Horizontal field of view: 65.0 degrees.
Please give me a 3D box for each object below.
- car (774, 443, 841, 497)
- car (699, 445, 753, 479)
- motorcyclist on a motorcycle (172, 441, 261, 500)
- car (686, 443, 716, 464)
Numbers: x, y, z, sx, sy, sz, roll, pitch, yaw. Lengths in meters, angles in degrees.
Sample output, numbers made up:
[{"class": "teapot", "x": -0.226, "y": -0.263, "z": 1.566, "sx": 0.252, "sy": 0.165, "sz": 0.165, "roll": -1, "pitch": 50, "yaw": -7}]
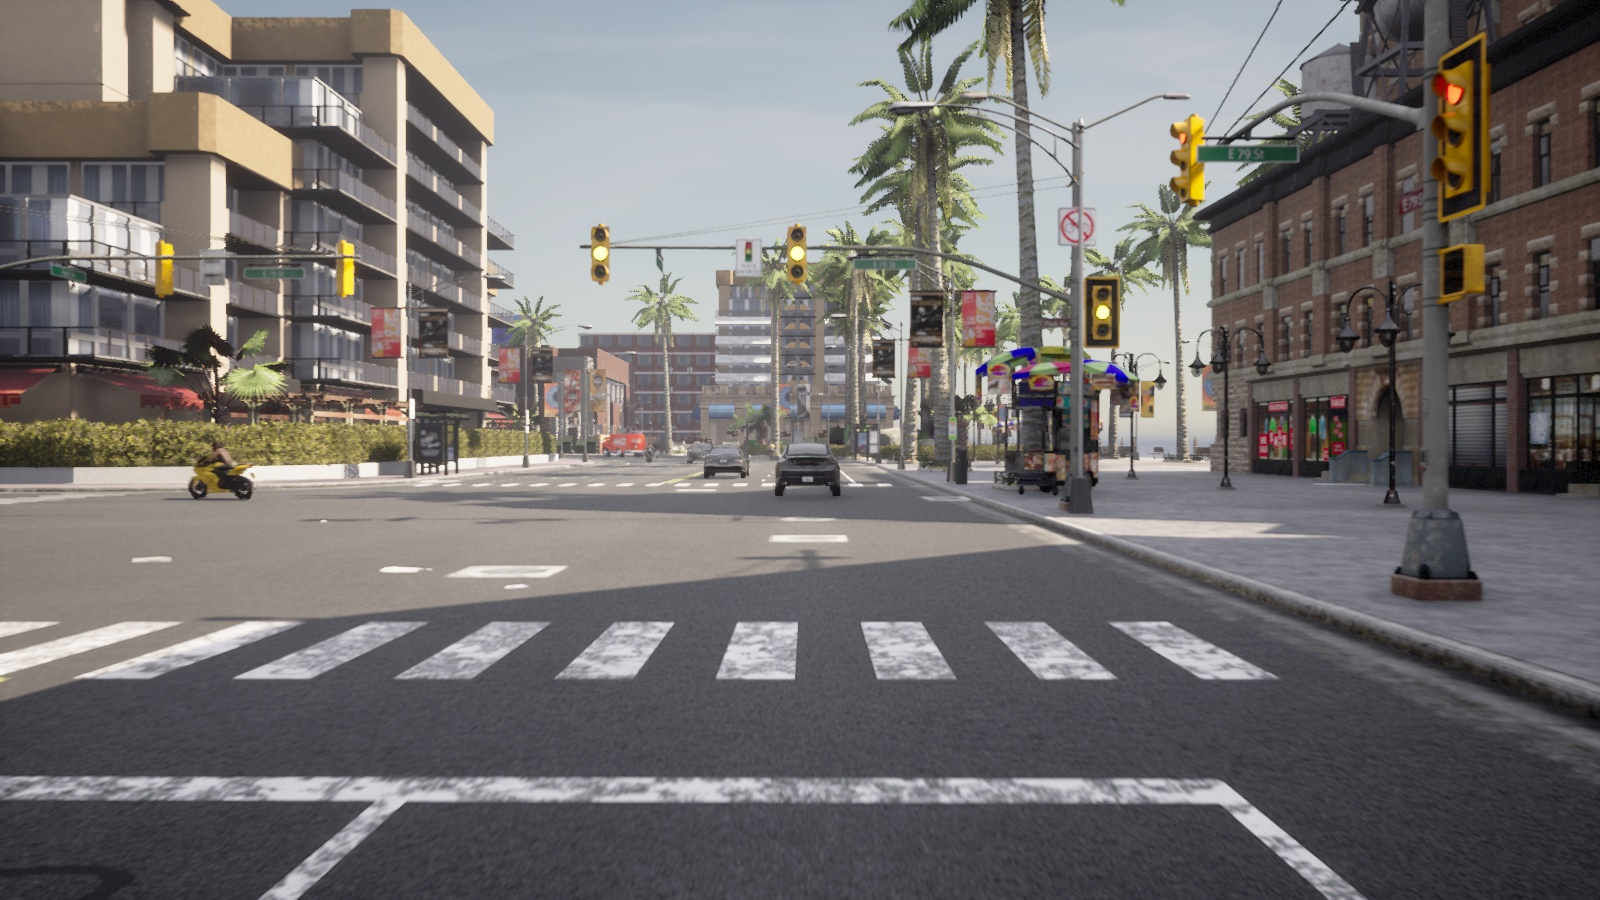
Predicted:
[{"class": "car", "x": 0.224, "y": 0.544, "z": 36.904, "sx": 1.837, "sy": 1.490, "sz": 4.892, "roll": 0, "pitch": 0, "yaw": 0}, {"class": "car", "x": -3.174, "y": 0.482, "z": 54.827, "sx": 2.033, "sy": 1.411, "sz": 5.357, "roll": 0, "pitch": 0, "yaw": 0}, {"class": "motorcyclist on a motorcycle", "x": -15.351, "y": 0.530, "z": 33.058, "sx": 2.044, "sy": 1.523, "sz": 0.797, "roll": 0, "pitch": 1, "yaw": 14}, {"class": "car", "x": -7.175, "y": 0.233, "z": 90.871, "sx": 1.837, "sy": 1.490, "sz": 4.892, "roll": 0, "pitch": 0, "yaw": -8}]
